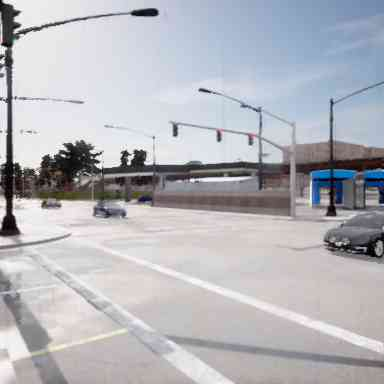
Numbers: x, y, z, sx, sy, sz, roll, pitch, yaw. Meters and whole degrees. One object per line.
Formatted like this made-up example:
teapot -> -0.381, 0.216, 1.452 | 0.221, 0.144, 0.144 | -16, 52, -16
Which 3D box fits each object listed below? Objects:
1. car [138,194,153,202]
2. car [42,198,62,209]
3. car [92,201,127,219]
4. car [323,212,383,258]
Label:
car -> -9.567, 1.365, 73.038 | 4.611, 1.667, 2.242 | 0, 0, -35
car -> -19.858, 1.603, 46.895 | 1.812, 1.442, 4.674 | 0, 0, -36
car -> -7.613, 1.598, 30.407 | 1.812, 1.442, 4.674 | 0, 0, -37
car -> 7.140, 1.582, 12.907 | 4.892, 1.490, 1.837 | 0, 0, -33
